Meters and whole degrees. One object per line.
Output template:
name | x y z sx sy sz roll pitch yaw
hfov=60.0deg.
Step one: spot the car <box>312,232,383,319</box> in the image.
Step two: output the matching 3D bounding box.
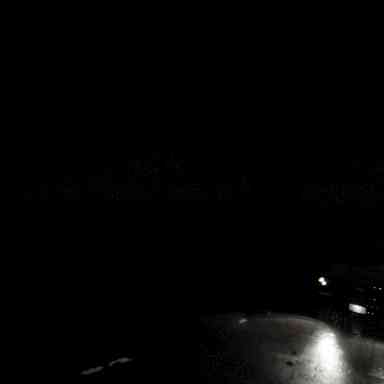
car | 4.826 1.571 7.237 5.357 1.411 2.033 0 0 -39
